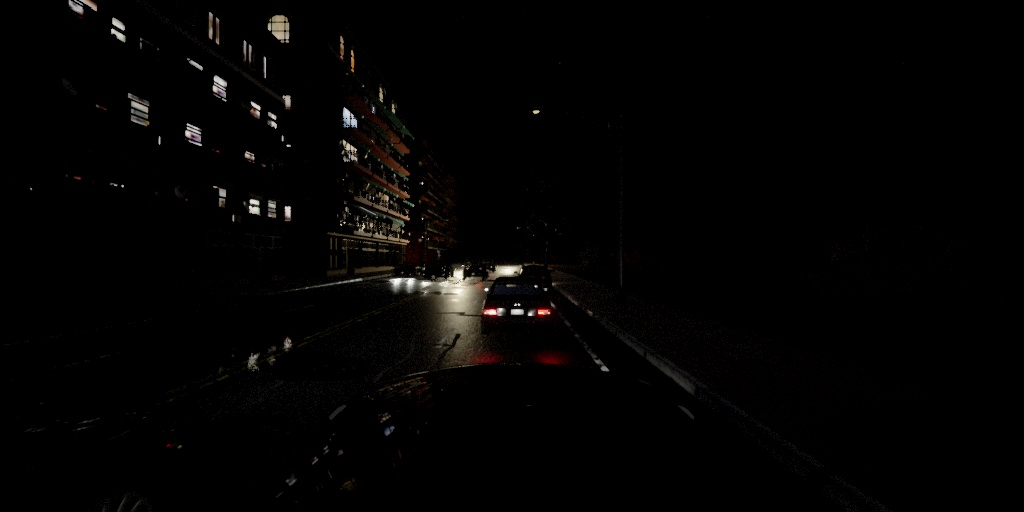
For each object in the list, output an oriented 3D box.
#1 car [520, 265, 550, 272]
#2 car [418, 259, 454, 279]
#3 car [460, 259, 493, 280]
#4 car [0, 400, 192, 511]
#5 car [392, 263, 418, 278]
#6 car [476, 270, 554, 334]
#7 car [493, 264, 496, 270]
[{"bbox_3d":[1.177,1.257,20.219,1.837,1.490,4.892,0,0,0],"label":"car"},{"bbox_3d":[-6.535,1.104,31.999,2.097,1.767,4.553,0,0,0],"label":"car"},{"bbox_3d":[-3.087,1.241,30.989,2.128,1.511,4.902,0,0,0],"label":"car"},{"bbox_3d":[-3.156,1.240,0.484,2.128,1.511,4.902,0,0,0],"label":"car"},{"bbox_3d":[-9.781,1.316,33.944,1.994,1.385,4.181,0,0,0],"label":"car"},{"bbox_3d":[0.120,1.299,10.531,2.033,1.411,5.357,0,0,0],"label":"car"},{"bbox_3d":[-3.054,1.352,44.930,1.895,1.301,4.718,0,0,0],"label":"car"}]
